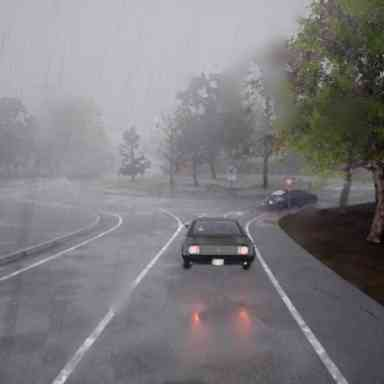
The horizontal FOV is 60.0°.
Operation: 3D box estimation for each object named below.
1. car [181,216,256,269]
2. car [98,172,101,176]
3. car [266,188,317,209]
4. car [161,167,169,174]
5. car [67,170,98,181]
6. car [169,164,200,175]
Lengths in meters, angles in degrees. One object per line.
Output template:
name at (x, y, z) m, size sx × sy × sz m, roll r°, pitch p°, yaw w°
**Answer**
car at (0.699, 1.421, 10.528) m, size 1.895 × 1.301 × 4.718 m, roll 0°, pitch 1°, yaw 1°
car at (-18.009, -3.083, 56.515) m, size 1.895 × 1.301 × 4.718 m, roll 5°, pitch 8°, yaw 37°
car at (7.684, 0.405, 25.686) m, size 4.674 × 1.442 × 1.812 m, roll -6°, pitch 8°, yaw -35°
car at (-3.488, -4.646, 66.913) m, size 5.566 × 2.045 × 2.150 m, roll -1°, pitch 6°, yaw -9°
car at (-16.949, -2.438, 50.761) m, size 1.895 × 1.301 × 4.718 m, roll 2°, pitch 7°, yaw 17°
car at (-1.155, -4.320, 64.042) m, size 5.566 × 2.045 × 2.150 m, roll 0°, pitch 6°, yaw -4°
